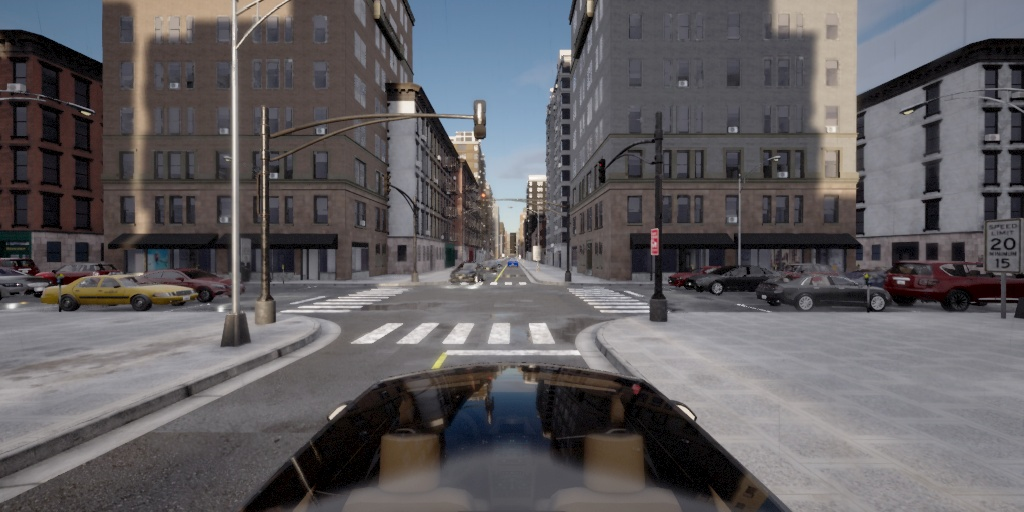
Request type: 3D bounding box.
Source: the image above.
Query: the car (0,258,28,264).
[{"bbox_3d":[-32.011,1.041,21.833,5.009,1.841,2.192,0,0,0],"label":"car"}]

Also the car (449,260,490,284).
[{"bbox_3d":[-3.235,1.257,27.018,1.837,1.490,4.892,1,0,7],"label":"car"}]

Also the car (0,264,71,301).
[{"bbox_3d":[-23.930,1.246,16.312,4.902,1.511,2.128,0,0,0],"label":"car"}]

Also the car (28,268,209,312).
[{"bbox_3d":[-14.883,1.294,13.751,4.829,1.417,1.751,0,0,0],"label":"car"}]

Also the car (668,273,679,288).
[{"bbox_3d":[11.820,1.281,21.687,4.507,1.381,1.888,0,0,0],"label":"car"}]

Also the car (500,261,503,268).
[{"bbox_3d":[-2.628,1.318,64.378,2.033,1.411,5.357,0,0,1],"label":"car"}]

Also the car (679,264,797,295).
[{"bbox_3d":[11.921,1.253,19.143,4.892,1.490,1.837,0,0,0],"label":"car"}]

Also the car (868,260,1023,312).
[{"bbox_3d":[17.202,1.091,13.644,5.009,1.841,2.192,0,0,0],"label":"car"}]

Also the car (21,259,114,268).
[{"bbox_3d":[-26.349,1.167,21.814,4.097,1.591,1.967,0,0,0],"label":"car"}]

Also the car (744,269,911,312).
[{"bbox_3d":[11.793,1.325,13.662,4.403,1.370,2.007,0,0,0],"label":"car"}]

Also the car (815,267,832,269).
[{"bbox_3d":[16.724,1.327,16.186,4.181,1.385,1.994,0,0,0],"label":"car"}]

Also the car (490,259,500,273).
[{"bbox_3d":[-2.745,1.265,43.326,1.837,1.490,4.892,0,0,0],"label":"car"}]

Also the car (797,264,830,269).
[{"bbox_3d":[17.229,1.177,21.669,4.097,1.591,1.967,0,0,0],"label":"car"}]

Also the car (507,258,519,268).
[{"bbox_3d":[0.153,1.247,63.171,1.882,1.535,5.008,0,0,0],"label":"car"}]

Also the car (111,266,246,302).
[{"bbox_3d":[-14.774,1.282,16.265,4.674,1.442,1.812,0,0,0],"label":"car"}]
